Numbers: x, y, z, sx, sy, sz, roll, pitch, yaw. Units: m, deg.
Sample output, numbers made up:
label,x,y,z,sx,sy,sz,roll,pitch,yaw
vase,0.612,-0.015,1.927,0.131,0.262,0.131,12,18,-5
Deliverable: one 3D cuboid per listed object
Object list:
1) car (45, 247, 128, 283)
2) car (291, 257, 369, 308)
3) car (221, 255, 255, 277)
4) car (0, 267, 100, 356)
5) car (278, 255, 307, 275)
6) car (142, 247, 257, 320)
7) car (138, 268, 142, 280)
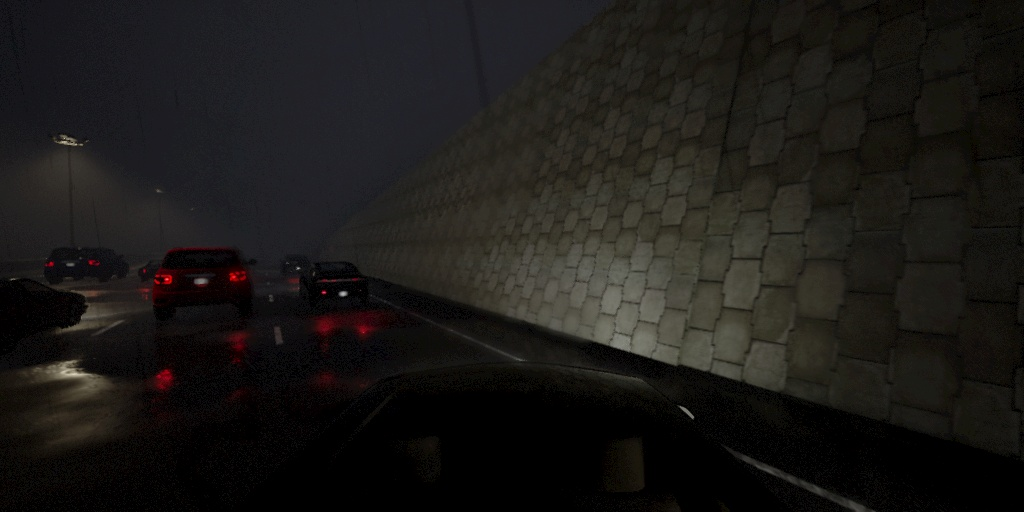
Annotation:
label,x,y,z,sx,sy,sz,roll,pitch,yaw
car,-25.019,0.502,21.273,2.150,2.045,5.566,-1,2,-35
car,-6.827,0.956,13.557,2.128,1.511,4.902,-1,2,-35
car,-20.352,0.673,26.801,1.812,1.442,4.674,-1,2,-35
car,-11.045,1.162,7.374,2.033,1.411,5.357,-1,2,-35
car,-16.870,0.624,27.947,1.837,1.490,4.892,-1,2,-35
car,-9.965,0.726,11.932,2.150,2.045,5.566,-1,2,-35
car,-21.744,0.847,22.706,1.895,1.301,4.718,-1,2,-35
